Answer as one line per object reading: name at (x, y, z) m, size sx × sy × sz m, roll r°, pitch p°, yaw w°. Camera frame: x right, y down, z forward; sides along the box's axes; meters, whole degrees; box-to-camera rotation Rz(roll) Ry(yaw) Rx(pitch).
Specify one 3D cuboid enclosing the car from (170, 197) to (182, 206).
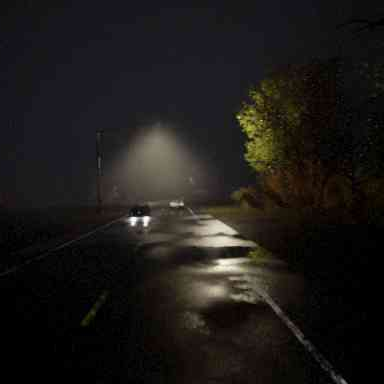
car at (-3.022, 1.706, 63.520) m, size 2.128 × 1.511 × 4.902 m, roll -2°, pitch 0°, yaw -3°

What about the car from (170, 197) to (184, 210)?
car at (-2.120, 1.754, 46.533) m, size 1.895 × 1.301 × 4.718 m, roll -2°, pitch 0°, yaw -3°

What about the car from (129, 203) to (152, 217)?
car at (-5.167, 1.783, 33.886) m, size 1.994 × 1.385 × 4.181 m, roll -2°, pitch 0°, yaw -3°
